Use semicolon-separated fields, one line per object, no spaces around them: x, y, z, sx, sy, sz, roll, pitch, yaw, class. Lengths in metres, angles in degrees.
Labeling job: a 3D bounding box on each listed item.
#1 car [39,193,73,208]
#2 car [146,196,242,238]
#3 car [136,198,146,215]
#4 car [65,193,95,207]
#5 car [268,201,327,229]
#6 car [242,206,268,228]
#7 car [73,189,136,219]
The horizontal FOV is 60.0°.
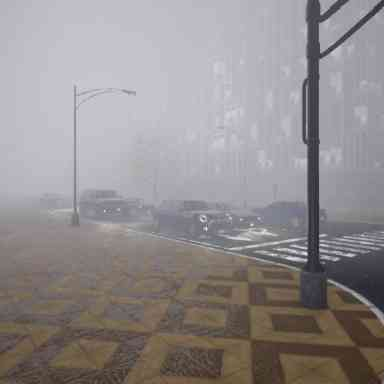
-14.816;0.827;35.260;2.128;1.511;4.902;0;1;-38;car
-0.048;1.124;16.512;2.097;1.767;4.553;0;1;-38;car
-4.716;1.156;27.667;1.895;1.301;4.718;0;1;-38;car
-12.952;0.875;38.162;1.994;1.385;4.181;0;1;-38;car
5.605;1.254;20.162;1.882;1.535;5.008;0;1;-38;car
1.613;1.289;19.706;2.033;1.411;5.357;0;1;-36;car
-6.680;0.796;24.917;2.150;2.045;5.566;0;1;-38;car
